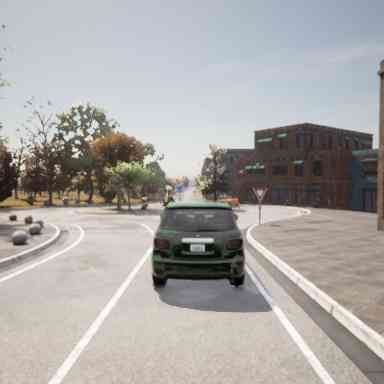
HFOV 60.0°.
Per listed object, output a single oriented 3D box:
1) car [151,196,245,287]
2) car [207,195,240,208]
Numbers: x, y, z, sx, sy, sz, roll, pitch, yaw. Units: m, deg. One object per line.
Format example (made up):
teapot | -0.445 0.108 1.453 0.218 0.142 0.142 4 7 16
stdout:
car | 0.195 1.243 9.559 2.150 2.045 5.566 0 0 2
car | 4.610 1.336 49.139 4.553 1.767 2.097 -1 1 44
